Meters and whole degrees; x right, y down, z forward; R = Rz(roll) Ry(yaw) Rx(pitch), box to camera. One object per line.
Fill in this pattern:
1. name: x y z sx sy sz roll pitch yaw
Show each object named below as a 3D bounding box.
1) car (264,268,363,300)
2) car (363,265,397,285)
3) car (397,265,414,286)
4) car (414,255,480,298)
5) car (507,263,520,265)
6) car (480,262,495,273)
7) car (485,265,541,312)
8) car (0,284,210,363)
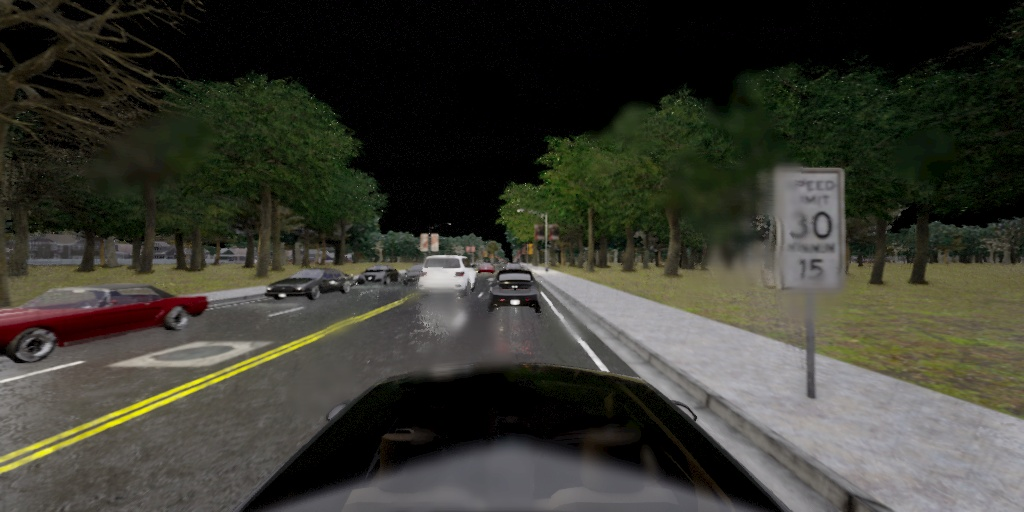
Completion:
1. car: -9.833 1.315 18.083 2.033 1.411 5.357 0 0 1
2. car: -9.743 1.359 26.629 1.994 1.385 4.181 0 0 0
3. car: -6.497 1.305 26.185 1.837 1.490 4.892 0 -1 0
4. car: -3.146 0.991 18.647 2.150 2.045 5.566 0 0 0
5. car: 0.111 1.392 37.506 2.033 1.411 5.357 0 0 0
6. car: -3.138 1.454 45.130 1.994 1.385 4.181 0 0 0
7. car: 0.103 1.266 14.163 1.837 1.490 4.892 0 0 0
8. car: -9.839 1.355 8.284 1.895 1.301 4.718 0 0 0
